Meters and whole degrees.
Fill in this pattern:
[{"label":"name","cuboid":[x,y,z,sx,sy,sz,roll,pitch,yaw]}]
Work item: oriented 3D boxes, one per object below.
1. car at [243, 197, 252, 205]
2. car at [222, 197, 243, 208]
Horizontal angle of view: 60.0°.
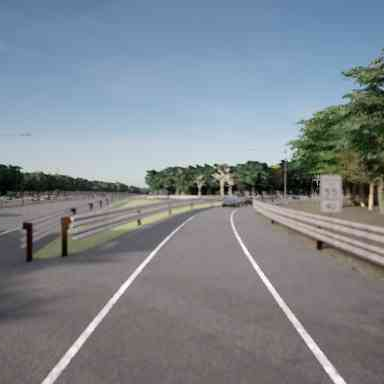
[{"label":"car","cuboid":[8.963,1.565,57.785,2.033,1.411,5.357,0,0,24]},{"label":"car","cuboid":[5.685,1.572,48.591,1.994,1.385,4.181,0,0,19]}]
